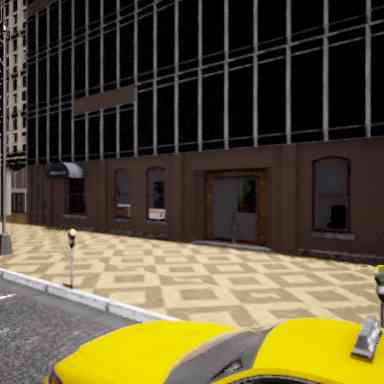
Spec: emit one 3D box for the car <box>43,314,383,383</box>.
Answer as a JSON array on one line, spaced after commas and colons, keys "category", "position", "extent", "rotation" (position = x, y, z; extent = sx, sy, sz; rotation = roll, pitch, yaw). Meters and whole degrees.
[{"category": "car", "position": [0.881, 1.522, 2.250], "extent": [4.829, 1.417, 1.752], "rotation": [0, 0, 36]}]
